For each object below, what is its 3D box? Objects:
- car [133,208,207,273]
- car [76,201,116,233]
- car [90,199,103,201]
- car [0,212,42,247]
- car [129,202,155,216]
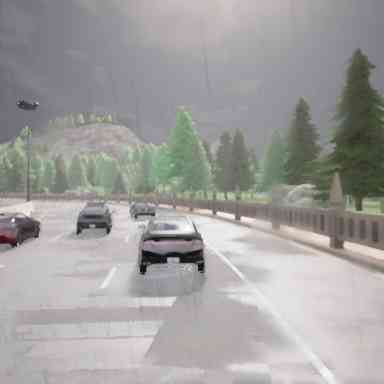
[{"bbox_3d":[-0.695,1.496,10.712,2.128,1.511,4.902,0,0,-5],"label":"car"},{"bbox_3d":[-5.672,1.533,19.818,1.837,1.490,4.892,0,0,-11],"label":"car"},{"bbox_3d":[-10.708,1.541,37.122,2.128,1.511,4.902,0,0,-21],"label":"car"},{"bbox_3d":[-8.341,1.601,15.100,1.994,1.385,4.181,0,0,-8],"label":"car"},{"bbox_3d":[-4.515,1.570,30.006,2.033,1.411,5.357,0,0,-17],"label":"car"}]
